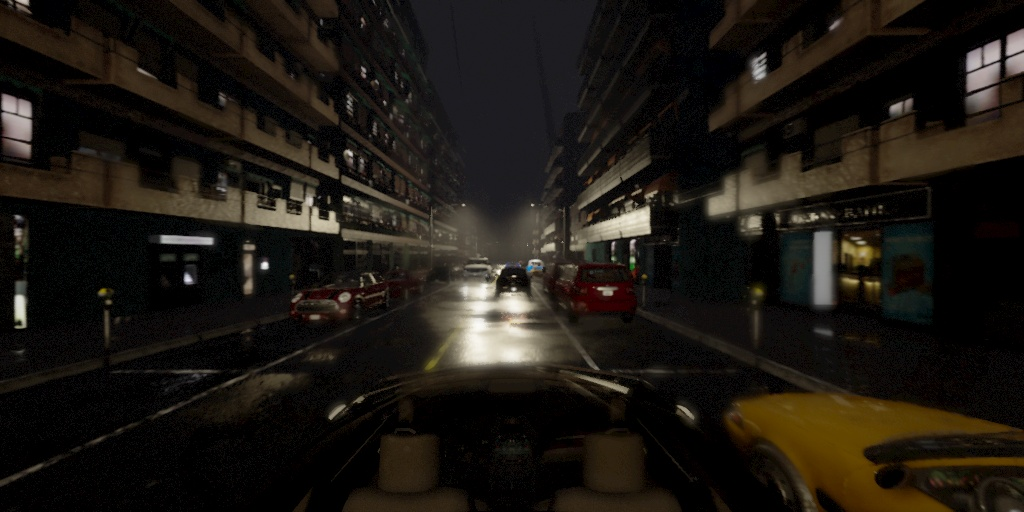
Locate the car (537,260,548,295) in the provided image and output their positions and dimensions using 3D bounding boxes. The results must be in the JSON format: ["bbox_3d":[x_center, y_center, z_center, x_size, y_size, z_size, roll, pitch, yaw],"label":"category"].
[{"bbox_3d":[2.685,1.171,18.057,2.192,1.841,5.009,0,0,0],"label":"car"}]

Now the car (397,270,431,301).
[{"bbox_3d":[-5.696,1.401,18.058,1.888,1.381,4.507,0,0,0],"label":"car"}]

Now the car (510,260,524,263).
[{"bbox_3d":[0.091,1.509,43.578,1.882,1.535,5.008,0,0,0],"label":"car"}]

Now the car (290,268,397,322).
[{"bbox_3d":[-5.695,1.259,12.374,1.967,1.591,4.097,0,0,0],"label":"car"}]

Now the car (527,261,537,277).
[{"bbox_3d":[2.681,1.497,35.280,1.751,1.417,4.829,0,0,0],"label":"car"}]

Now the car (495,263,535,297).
[{"bbox_3d":[0.094,1.376,20.009,1.837,1.490,4.892,0,0,0],"label":"car"}]

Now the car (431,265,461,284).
[{"bbox_3d":[-5.698,1.498,29.427,1.948,1.339,4.313,0,0,0],"label":"car"}]

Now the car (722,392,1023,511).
[{"bbox_3d":[2.689,1.271,1.173,1.751,1.417,4.829,0,0,0],"label":"car"}]

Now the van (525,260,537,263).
[{"bbox_3d":[2.679,1.352,40.795,1.690,1.789,3.998,0,0,0],"label":"van"}]

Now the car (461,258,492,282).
[{"bbox_3d":[-3.008,1.180,32.273,2.150,2.045,5.566,0,0,0],"label":"car"}]

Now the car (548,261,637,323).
[{"bbox_3d":[2.686,1.134,12.372,2.192,1.841,5.009,0,0,0],"label":"car"}]
